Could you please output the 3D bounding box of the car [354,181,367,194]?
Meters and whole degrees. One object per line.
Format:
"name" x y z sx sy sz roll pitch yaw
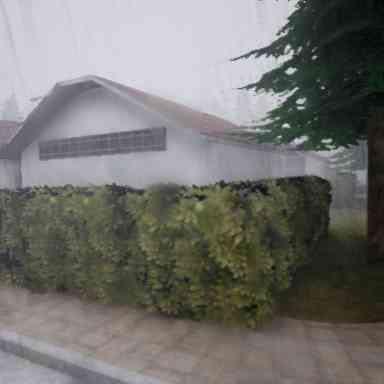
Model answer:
"car" 15.113 -0.323 29.050 4.718 1.301 1.895 0 3 42
